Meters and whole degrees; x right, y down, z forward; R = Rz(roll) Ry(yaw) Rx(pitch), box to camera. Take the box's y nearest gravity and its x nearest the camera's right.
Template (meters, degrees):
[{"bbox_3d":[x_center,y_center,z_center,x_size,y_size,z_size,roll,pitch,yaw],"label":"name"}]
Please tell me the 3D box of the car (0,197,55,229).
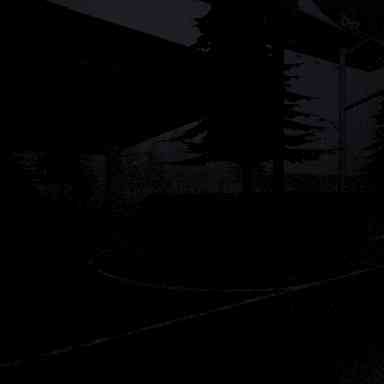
[{"bbox_3d":[-11.886,1.313,23.526,3.866,1.878,1.905,0,0,-36],"label":"car"}]
